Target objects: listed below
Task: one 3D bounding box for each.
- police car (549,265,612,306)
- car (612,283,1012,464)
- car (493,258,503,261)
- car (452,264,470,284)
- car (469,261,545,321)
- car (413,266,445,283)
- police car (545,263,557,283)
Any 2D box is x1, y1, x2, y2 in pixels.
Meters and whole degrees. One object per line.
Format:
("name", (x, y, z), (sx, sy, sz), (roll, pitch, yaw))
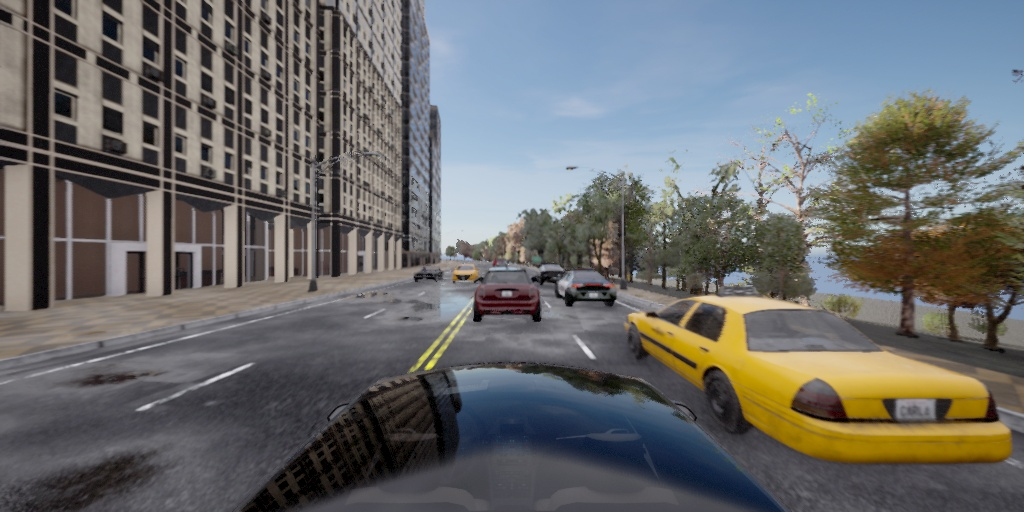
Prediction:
("police car", (3.141, 1.343, 16.323), (2.038, 1.542, 4.974), (0, 0, -1))
("car", (3.248, 1.228, 5.457), (1.801, 1.575, 5.366), (0, 0, 0))
("car", (-1.711, 1.575, 59.668), (2.128, 1.511, 4.902), (0, 0, -3))
("car", (-3.774, 1.399, 29.651), (1.882, 1.535, 5.008), (0, 0, -2))
("car", (-0.160, 1.171, 12.902), (2.097, 1.767, 4.553), (0, 0, 0))
("car", (-7.056, 1.531, 30.738), (1.895, 1.301, 4.718), (0, 0, -2))
("police car", (2.902, 1.330, 27.488), (1.930, 1.638, 5.238), (0, 0, -2))
